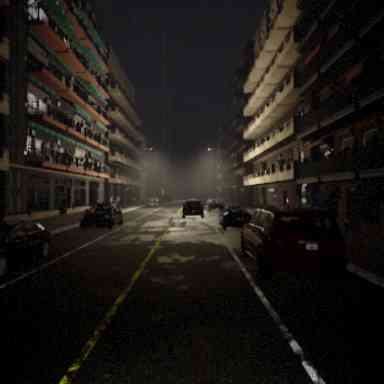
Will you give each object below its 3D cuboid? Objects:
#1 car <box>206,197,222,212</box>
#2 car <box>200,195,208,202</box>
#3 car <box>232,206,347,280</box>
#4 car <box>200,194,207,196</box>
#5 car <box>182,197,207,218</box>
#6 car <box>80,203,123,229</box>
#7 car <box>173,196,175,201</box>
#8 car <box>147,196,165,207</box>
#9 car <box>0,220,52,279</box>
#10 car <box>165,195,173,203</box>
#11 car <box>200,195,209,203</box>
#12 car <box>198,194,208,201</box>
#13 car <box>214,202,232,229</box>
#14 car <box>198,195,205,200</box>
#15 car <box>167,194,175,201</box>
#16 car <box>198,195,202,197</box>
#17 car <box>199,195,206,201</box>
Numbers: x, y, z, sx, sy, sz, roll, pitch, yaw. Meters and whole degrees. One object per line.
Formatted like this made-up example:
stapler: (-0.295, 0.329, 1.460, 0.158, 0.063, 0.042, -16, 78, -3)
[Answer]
car: (2.703, 1.556, 38.270, 2.008, 1.369, 4.403, 0, 0, 0)
car: (2.714, 1.552, 78.217, 1.752, 1.417, 4.829, 0, 0, 0)
car: (2.695, 1.315, 9.858, 2.192, 1.841, 5.009, 0, 0, 0)
car: (2.709, 1.456, 60.999, 1.967, 1.590, 4.097, 0, 0, 0)
car: (0.107, 1.481, 29.802, 1.882, 1.535, 5.008, 0, 0, 0)
car: (-5.682, 1.442, 21.222, 1.967, 1.590, 4.097, 0, 0, 0)
car: (-5.665, 1.472, 83.730, 1.967, 1.590, 4.097, 0, 0, 0)
car: (-5.674, 1.562, 49.635, 2.008, 1.369, 4.403, 0, 0, 0)
car: (-5.686, 1.551, 9.858, 2.008, 1.369, 4.403, 0, 0, 0)
car: (-5.668, 1.605, 72.364, 1.802, 1.307, 4.206, 0, 0, 0)
car: (2.712, 1.463, 72.364, 1.967, 1.590, 4.097, 0, 0, 0)
car: (2.716, 1.346, 83.729, 2.192, 1.841, 5.009, 0, 0, 0)
car: (2.698, 1.567, 21.222, 1.947, 1.339, 4.313, 0, 0, 0)
car: (2.718, 1.608, 95.094, 1.947, 1.339, 4.313, 0, 0, 0)
car: (-5.663, 1.477, 89.412, 1.967, 1.590, 4.097, 0, 0, 0)
car: (0.114, 1.556, 44.609, 2.033, 1.411, 5.357, 0, 0, 0)
car: (2.717, 1.562, 89.581, 1.752, 1.417, 4.829, 0, 0, 0)
